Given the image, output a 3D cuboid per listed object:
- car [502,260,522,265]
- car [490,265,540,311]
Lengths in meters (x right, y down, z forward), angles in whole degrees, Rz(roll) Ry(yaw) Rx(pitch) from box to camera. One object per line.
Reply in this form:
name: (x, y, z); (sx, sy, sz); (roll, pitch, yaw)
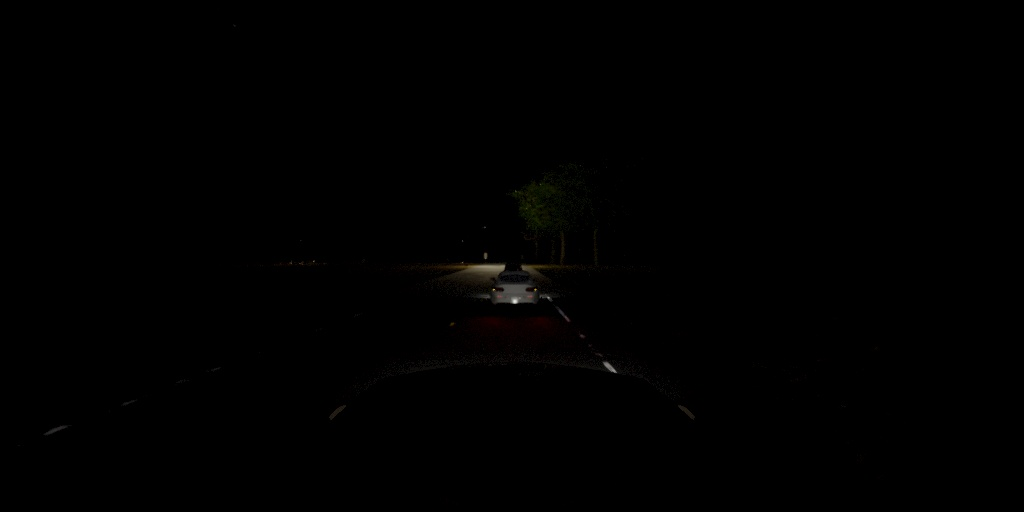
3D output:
car: (0.119, 1.272, 39.082); (1.812, 1.442, 4.674); (0, 0, 0)
car: (0.102, 1.281, 14.455); (1.812, 1.442, 4.674); (0, 0, 0)
